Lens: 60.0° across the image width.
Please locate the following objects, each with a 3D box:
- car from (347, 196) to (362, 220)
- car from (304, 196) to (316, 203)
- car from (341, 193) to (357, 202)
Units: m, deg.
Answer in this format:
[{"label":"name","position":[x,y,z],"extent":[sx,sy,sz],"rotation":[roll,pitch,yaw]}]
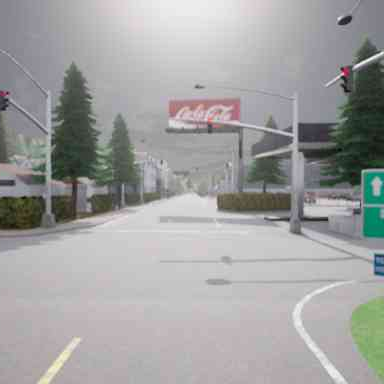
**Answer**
[{"label":"car","position":[14.400,1.468,25.409],"extent":[3.866,1.878,1.905],"rotation":[0,0,0]},{"label":"car","position":[22.585,1.459,64.465],"extent":[1.970,1.475,3.806],"rotation":[0,0,0]},{"label":"car","position":[34.998,1.385,72.240],"extent":[2.007,1.523,4.514],"rotation":[0,0,0]}]
